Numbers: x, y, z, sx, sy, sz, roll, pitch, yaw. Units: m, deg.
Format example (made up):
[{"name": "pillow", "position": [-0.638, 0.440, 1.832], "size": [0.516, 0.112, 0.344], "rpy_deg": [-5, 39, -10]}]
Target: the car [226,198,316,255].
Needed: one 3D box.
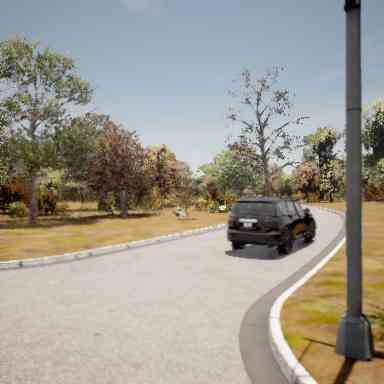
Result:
[{"name": "car", "position": [3.448, 1.247, 13.844], "size": [2.150, 2.045, 5.566], "rpy_deg": [0, 0, 34]}]
